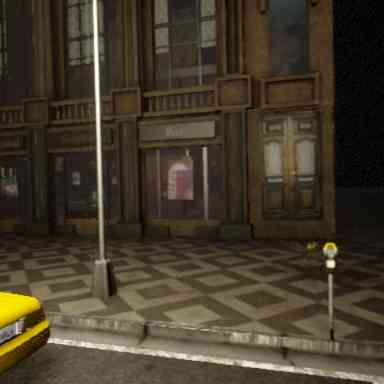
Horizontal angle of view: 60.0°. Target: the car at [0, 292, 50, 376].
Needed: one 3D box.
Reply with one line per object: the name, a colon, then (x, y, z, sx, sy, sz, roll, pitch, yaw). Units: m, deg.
car: (-4.223, 1.527, 4.179, 4.829, 1.417, 1.752, -1, 1, 15)
